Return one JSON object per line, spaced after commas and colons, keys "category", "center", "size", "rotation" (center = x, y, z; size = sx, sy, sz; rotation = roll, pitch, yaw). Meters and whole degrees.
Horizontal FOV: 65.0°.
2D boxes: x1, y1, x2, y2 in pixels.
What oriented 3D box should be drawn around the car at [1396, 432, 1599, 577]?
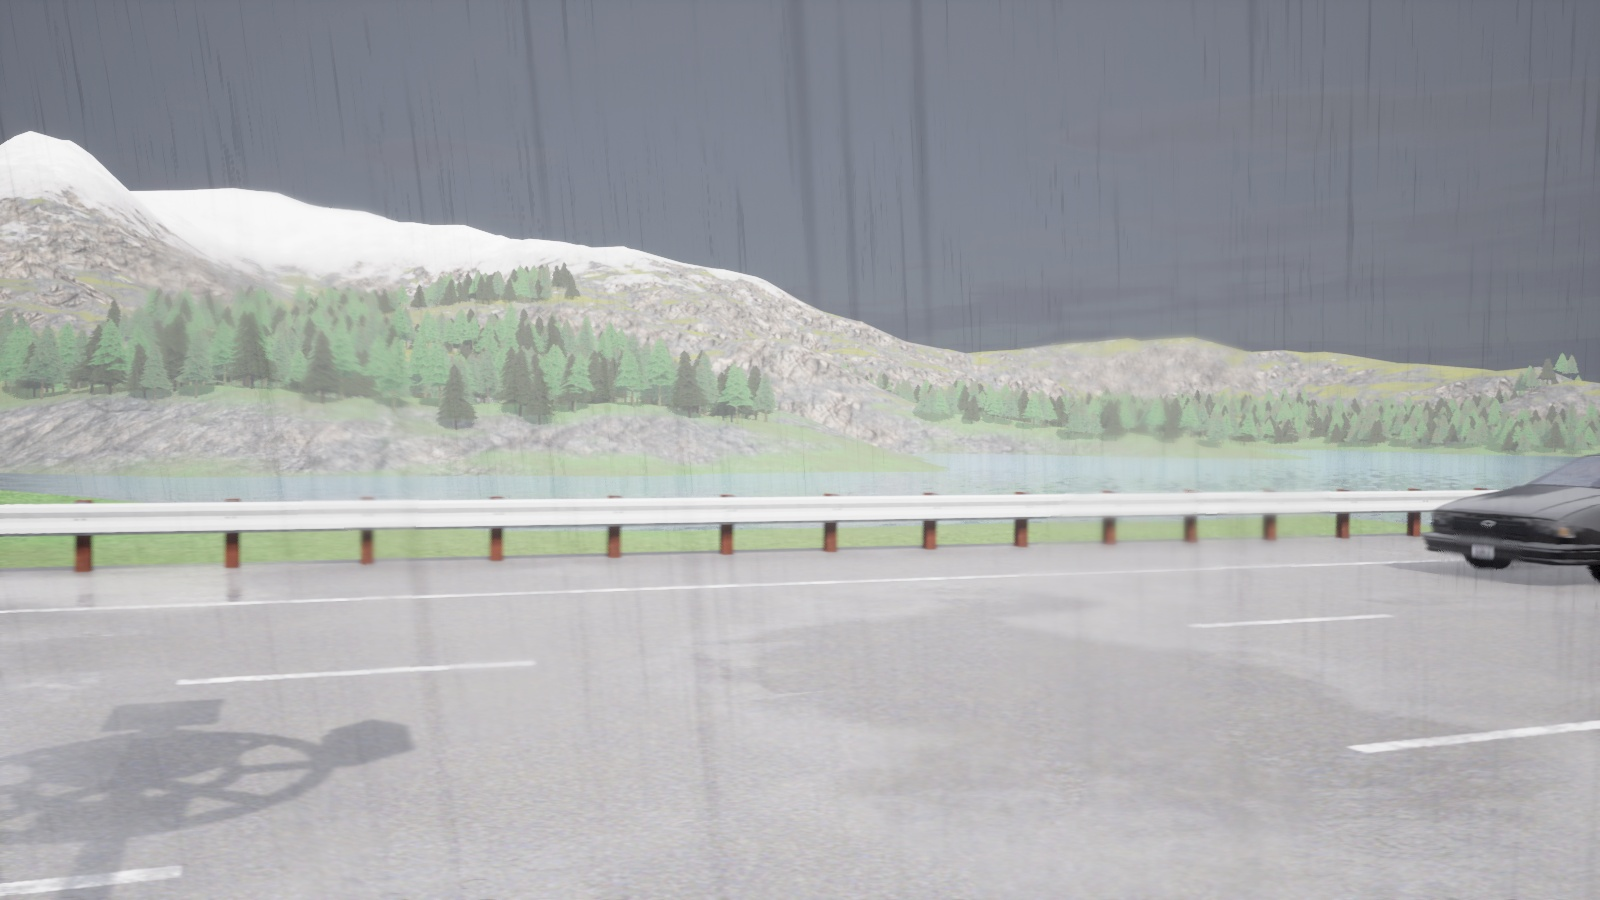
{"category": "car", "center": [9.709, 0.506, 14.411], "size": [5.357, 1.411, 2.033], "rotation": [-1, 1, -21]}
